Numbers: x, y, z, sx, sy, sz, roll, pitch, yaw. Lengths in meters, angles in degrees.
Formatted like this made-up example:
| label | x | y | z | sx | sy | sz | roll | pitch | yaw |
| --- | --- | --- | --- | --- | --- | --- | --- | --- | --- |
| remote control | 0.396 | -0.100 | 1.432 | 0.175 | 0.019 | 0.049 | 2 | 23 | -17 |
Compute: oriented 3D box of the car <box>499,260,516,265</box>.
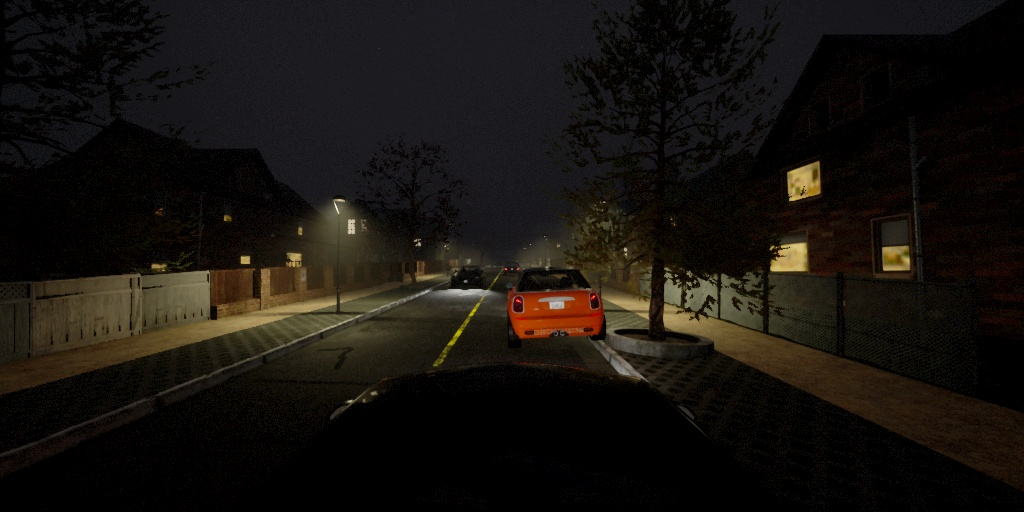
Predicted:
| label | x | y | z | sx | sy | sz | roll | pitch | yaw |
| --- | --- | --- | --- | --- | --- | --- | --- | --- | --- |
| car | 0.018 | 1.358 | 38.211 | 2.033 | 1.411 | 5.357 | 0 | 0 | 0 |

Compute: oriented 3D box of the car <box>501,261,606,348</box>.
| label | x | y | z | sx | sy | sz | roll | pitch | yaw |
| --- | --- | --- | --- | --- | --- | --- | --- | --- | --- |
| car | 0.910 | 1.060 | 9.434 | 2.097 | 1.767 | 4.553 | -3 | -1 | 0 |

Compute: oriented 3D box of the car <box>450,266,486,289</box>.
| label | x | y | z | sx | sy | sz | roll | pitch | yaw |
| --- | --- | --- | --- | --- | --- | --- | --- | --- | --- |
| car | -2.786 | 1.345 | 23.551 | 1.994 | 1.385 | 4.181 | 0 | 0 | 0 |
